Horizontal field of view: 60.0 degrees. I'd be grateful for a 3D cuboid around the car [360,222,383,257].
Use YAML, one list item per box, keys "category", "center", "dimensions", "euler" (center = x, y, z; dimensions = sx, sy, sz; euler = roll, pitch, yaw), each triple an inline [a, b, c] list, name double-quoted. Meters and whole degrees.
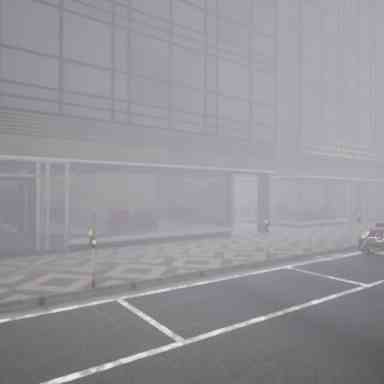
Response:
- category: "car"
  center: [8.013, 1.541, 12.350]
  dimensions: [4.097, 1.590, 1.967]
  euler: [1, -1, -35]
